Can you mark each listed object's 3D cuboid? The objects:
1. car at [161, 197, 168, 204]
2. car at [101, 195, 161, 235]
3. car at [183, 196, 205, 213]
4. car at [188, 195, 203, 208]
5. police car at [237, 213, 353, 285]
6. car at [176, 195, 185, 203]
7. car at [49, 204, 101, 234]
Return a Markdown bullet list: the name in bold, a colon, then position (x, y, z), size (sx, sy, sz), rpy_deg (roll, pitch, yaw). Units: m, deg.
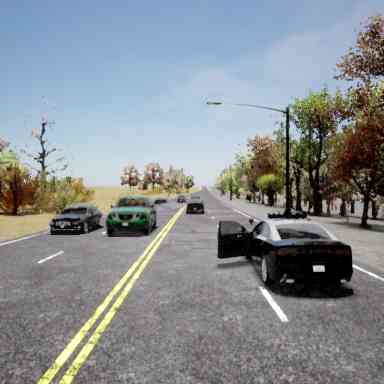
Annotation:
- **car**: position (-5.639, 1.510, 62.415), size (1.895, 1.301, 4.718), rpy_deg (0, 0, 2)
- **car**: position (-3.263, 1.208, 19.002), size (2.150, 2.045, 5.566), rpy_deg (0, 0, 0)
- **car**: position (0.369, 1.469, 36.033), size (1.837, 1.490, 4.892), rpy_deg (0, 0, 1)
- **car**: position (0.569, 1.296, 48.213), size (2.097, 1.767, 4.553), rpy_deg (0, 0, 2)
- **police car**: position (2.694, 1.420, 9.623), size (1.930, 1.638, 5.238), rpy_deg (0, 0, 0)
- **car**: position (-2.162, 1.401, 68.464), size (1.837, 1.490, 4.892), rpy_deg (0, 0, 2)
- **car**: position (-6.517, 1.491, 19.230), size (1.837, 1.490, 4.892), rpy_deg (0, 0, 1)
